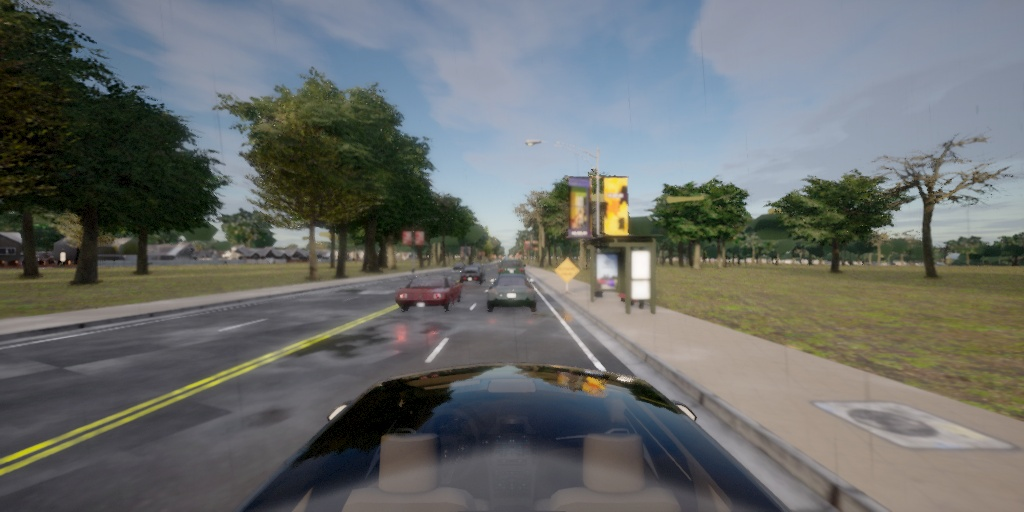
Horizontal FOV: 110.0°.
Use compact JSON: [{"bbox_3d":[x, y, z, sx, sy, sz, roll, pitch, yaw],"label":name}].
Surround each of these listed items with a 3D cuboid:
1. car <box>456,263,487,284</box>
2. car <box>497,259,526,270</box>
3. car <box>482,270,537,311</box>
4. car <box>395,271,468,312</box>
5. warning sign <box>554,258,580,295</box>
[{"bbox_3d":[-3.258,1.558,30.328,1.837,1.490,4.892,0,0,0],"label":"car"},{"bbox_3d":[-0.019,1.266,29.399,2.150,2.045,5.566,0,0,0],"label":"car"},{"bbox_3d":[0.005,1.453,15.266,1.994,1.385,4.181,0,-1,1],"label":"car"},{"bbox_3d":[-3.246,1.488,15.072,1.895,1.301,4.718,0,-1,0],"label":"car"},{"bbox_3d":[2.833,1.039,18.549,1.300,1.860,1.060,0,0,0],"label":"warning sign"}]
